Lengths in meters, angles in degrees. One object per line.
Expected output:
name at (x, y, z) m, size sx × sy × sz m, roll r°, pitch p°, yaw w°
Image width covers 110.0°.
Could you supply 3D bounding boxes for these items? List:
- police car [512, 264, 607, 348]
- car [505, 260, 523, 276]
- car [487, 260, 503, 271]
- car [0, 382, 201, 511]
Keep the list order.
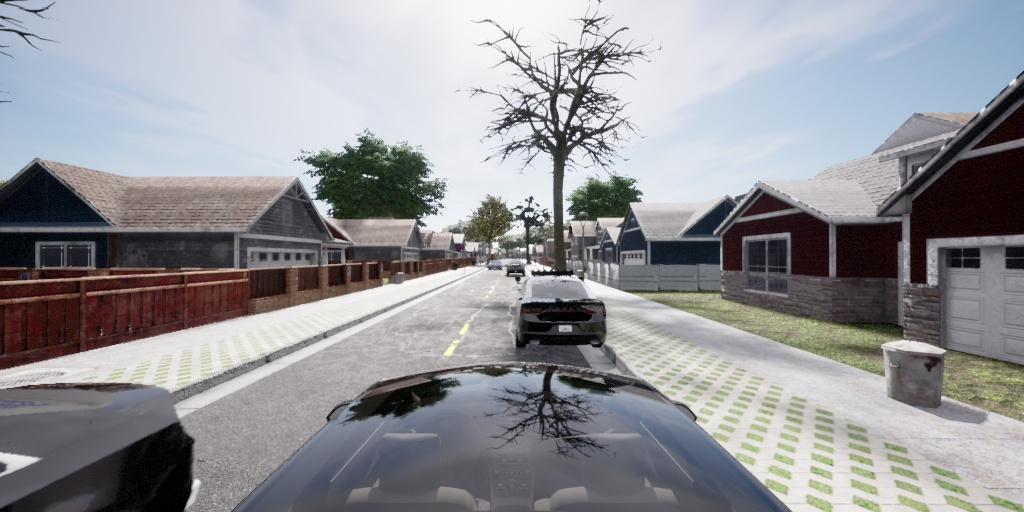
police car at (1.039, 1.175, 9.408) m, size 1.930 × 1.638 × 5.238 m, roll 0°, pitch 0°, yaw 1°
car at (0.397, 1.245, 36.886) m, size 1.837 × 1.490 × 4.892 m, roll 0°, pitch 0°, yaw 1°
car at (-2.310, 1.252, 49.767) m, size 1.812 × 1.442 × 4.674 m, roll 0°, pitch 0°, yaw 1°
car at (-2.856, 1.241, 0.122) m, size 2.128 × 1.511 × 4.902 m, roll 0°, pitch 0°, yaw 1°
